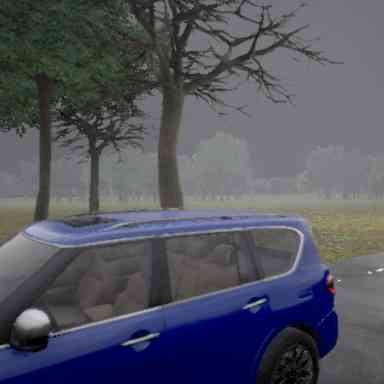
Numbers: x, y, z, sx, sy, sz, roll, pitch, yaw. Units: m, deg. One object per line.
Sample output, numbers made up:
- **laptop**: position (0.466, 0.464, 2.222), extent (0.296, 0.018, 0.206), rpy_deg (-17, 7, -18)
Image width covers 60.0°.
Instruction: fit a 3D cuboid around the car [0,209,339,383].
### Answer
- **car**: position (-0.865, 1.236, 3.235), extent (5.566, 2.045, 2.150), rpy_deg (1, 0, -35)
